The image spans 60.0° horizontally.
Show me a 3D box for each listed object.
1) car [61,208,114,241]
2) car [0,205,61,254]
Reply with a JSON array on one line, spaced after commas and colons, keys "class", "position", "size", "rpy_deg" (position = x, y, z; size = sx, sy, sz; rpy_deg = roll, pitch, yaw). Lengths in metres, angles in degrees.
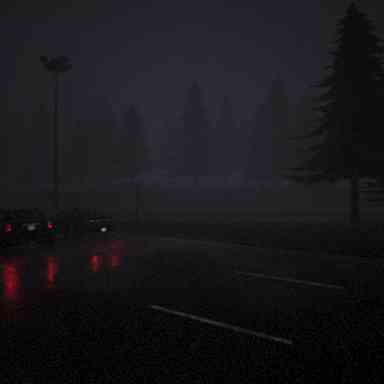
[{"class": "car", "position": [-6.102, 1.557, 17.084], "size": [4.902, 1.511, 2.128], "rpy_deg": [0, 0, 37]}, {"class": "car", "position": [-7.869, 1.414, 14.039], "size": [4.553, 1.767, 2.097], "rpy_deg": [0, 0, 37]}]
